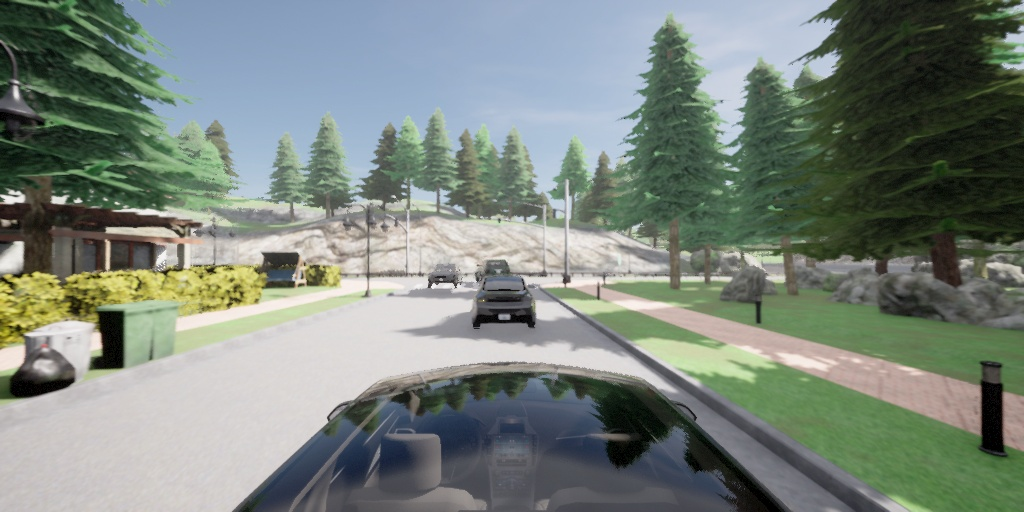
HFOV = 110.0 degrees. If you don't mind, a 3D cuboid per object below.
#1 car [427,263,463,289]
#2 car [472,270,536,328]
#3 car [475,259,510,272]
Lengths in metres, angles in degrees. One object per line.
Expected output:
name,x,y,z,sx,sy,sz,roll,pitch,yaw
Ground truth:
car,-4.331,1.189,23.674,1.837,1.490,4.892,0,-1,-2
car,-0.280,1.387,11.950,1.837,1.490,4.892,0,0,-2
car,-1.654,1.266,29.675,2.150,2.045,5.566,0,1,-14
